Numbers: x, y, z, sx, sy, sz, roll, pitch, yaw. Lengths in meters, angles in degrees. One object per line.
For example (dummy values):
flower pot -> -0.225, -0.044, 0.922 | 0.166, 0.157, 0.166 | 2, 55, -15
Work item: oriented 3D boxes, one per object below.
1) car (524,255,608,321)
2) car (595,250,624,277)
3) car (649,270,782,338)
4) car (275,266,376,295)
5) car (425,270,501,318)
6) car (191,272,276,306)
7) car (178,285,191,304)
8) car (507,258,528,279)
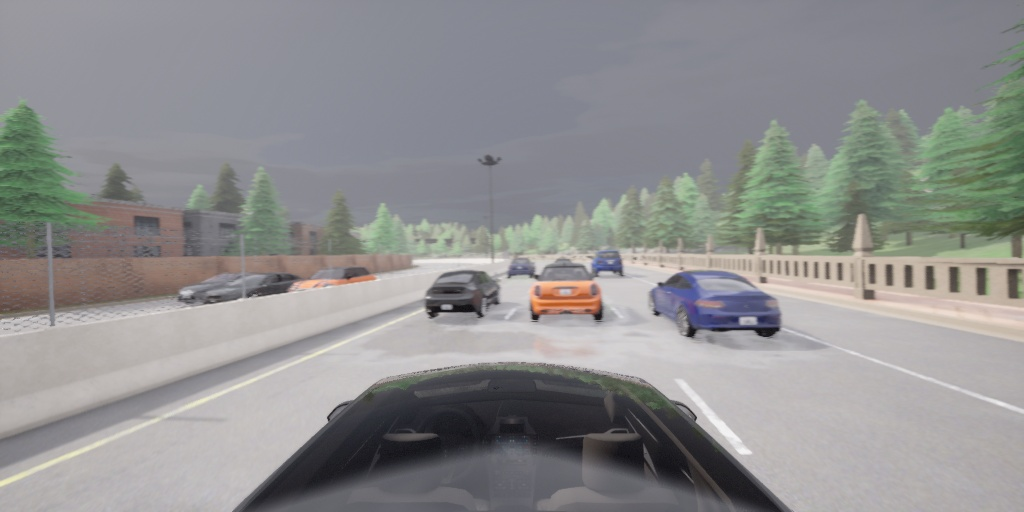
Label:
car -> 1.777, 0.995, 12.049 | 2.097, 1.767, 4.553 | -2, 0, 8
car -> 7.762, 0.588, 29.564 | 2.150, 2.045, 5.566 | -2, 0, 8
car -> 4.913, 1.080, 9.271 | 1.812, 1.442, 4.674 | -2, 0, 8
car -> -8.331, 1.301, 16.965 | 2.097, 1.767, 4.553 | -2, 0, 8
car -> -1.608, 1.253, 13.057 | 1.837, 1.490, 4.892 | -2, 0, 8
car -> -11.848, 1.568, 17.048 | 1.837, 1.490, 4.892 | -2, 0, 8
car -> -15.056, 1.648, 19.359 | 2.128, 1.511, 4.902 | -2, 0, 8
car -> 0.903, 0.934, 31.021 | 2.097, 1.767, 4.553 | -2, 0, 8
